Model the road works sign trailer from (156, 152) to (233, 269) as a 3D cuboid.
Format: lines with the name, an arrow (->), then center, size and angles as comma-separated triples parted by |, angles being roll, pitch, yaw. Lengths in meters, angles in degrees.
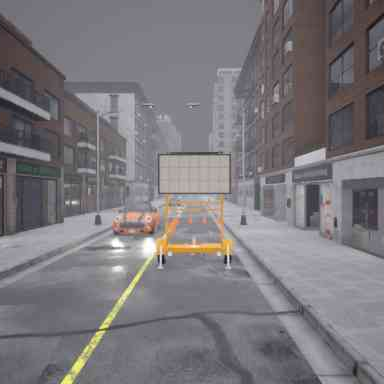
road works sign trailer -> 0.085, 0.463, 11.170 | 2.380, 3.560, 2.880 | 0, 0, 0

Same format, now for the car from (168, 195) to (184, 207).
car -> -2.622, 1.480, 49.217 | 1.837, 1.490, 4.892 | 0, 0, 0

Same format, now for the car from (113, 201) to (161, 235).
car -> -2.957, 1.349, 18.682 | 2.097, 1.767, 4.553 | 0, 0, 0
